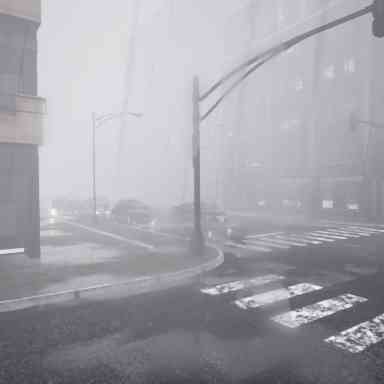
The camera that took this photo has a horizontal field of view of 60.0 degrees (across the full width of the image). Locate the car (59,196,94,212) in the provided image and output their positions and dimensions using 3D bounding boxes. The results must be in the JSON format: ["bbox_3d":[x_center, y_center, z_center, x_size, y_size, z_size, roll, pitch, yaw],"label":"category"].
[{"bbox_3d":[-12.682,1.448,36.364,2.008,1.369,4.403,-1,1,-35],"label":"car"}]

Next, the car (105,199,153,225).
[{"bbox_3d":[-4.421,1.509,24.191,1.887,1.381,4.507,-1,1,-35],"label":"car"}]

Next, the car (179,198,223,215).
[{"bbox_3d":[0.756,1.360,31.846,1.887,1.381,4.507,-1,1,-35],"label":"car"}]

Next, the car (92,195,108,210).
[{"bbox_3d":[-11.492,1.397,39.205,2.033,1.411,5.357,-1,1,-35],"label":"car"}]

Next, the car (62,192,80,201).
[{"bbox_3d":[-25.186,0.935,69.171,2.192,1.841,5.009,-1,1,-35],"label":"car"}]

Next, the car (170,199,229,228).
[{"bbox_3d":[0.387,1.434,22.010,2.128,1.511,4.902,-1,1,-35],"label":"car"}]

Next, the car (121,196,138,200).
[{"bbox_3d":[-5.494,1.374,30.519,1.882,1.535,5.008,-1,1,-35],"label":"car"}]

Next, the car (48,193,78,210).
[{"bbox_3d":[-15.914,1.313,41.037,1.967,1.590,4.097,-1,1,-35],"label":"car"}]

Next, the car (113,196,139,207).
[{"bbox_3d":[-9.121,1.266,45.945,1.752,1.417,4.829,-1,1,-35],"label":"car"}]

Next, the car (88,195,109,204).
[{"bbox_3d":[-15.585,1.217,55.292,1.752,1.417,4.829,-1,1,-35],"label":"car"}]

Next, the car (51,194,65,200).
[{"bbox_3d":[-31.649,1.124,78.521,2.008,1.369,4.403,-1,1,-35],"label":"car"}]

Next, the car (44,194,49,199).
[{"bbox_3d":[-34.978,1.075,83.335,1.752,1.417,4.829,-1,1,-35],"label":"car"}]
